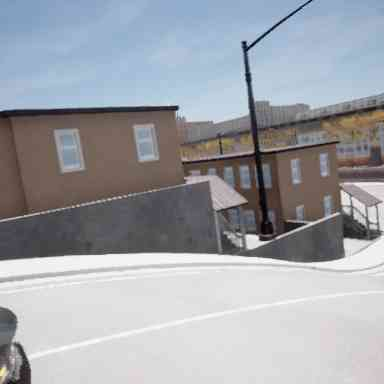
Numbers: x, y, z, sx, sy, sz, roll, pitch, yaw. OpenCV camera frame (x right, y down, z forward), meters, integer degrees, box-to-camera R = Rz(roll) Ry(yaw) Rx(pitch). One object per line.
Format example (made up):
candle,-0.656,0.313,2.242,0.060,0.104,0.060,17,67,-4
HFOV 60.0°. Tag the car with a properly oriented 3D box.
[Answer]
car,-3.464,1.526,1.551,4.892,1.490,1.837,-2,1,-35
